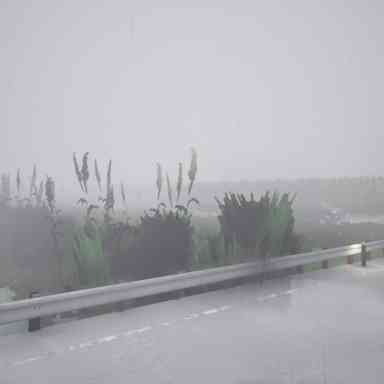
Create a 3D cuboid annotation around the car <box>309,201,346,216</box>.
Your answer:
[{"bbox_3d":[10.878,1.574,29.024,2.097,1.767,4.553,-1,1,-43],"label":"car"}]
